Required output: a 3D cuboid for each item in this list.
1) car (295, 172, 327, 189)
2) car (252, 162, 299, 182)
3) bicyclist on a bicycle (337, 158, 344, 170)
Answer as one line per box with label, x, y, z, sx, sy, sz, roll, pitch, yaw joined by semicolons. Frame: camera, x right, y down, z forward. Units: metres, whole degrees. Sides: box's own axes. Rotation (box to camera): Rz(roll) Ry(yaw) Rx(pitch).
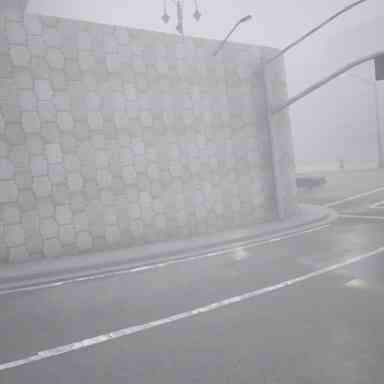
car;10.011;-1.014;30.944;1.895;1.301;4.718;-11;6;-35
car;10.510;-2.489;42.468;2.150;2.045;5.566;-11;6;-35
bicyclist on a bicycle;20.069;-3.821;44.861;1.656;1.620;0.582;-11;6;-35
